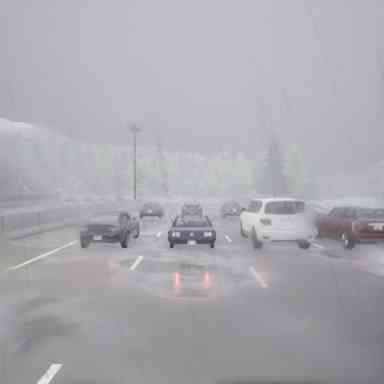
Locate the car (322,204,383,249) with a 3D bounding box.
[{"bbox_3d":[7.000,1.366,14.620,2.097,1.767,4.553,0,0,0],"label":"car"}]

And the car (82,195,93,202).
[{"bbox_3d":[-23.075,1.447,73.424,1.882,1.535,5.008,0,0,-10],"label":"car"}]

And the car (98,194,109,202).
[{"bbox_3d":[-19.648,1.319,74.139,2.097,1.767,4.553,0,0,-10],"label":"car"}]

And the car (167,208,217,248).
[{"bbox_3d":[0.000,1.616,14.680,1.895,1.301,4.718,0,0,0],"label":"car"}]

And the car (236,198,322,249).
[{"bbox_3d":[3.500,1.258,14.680,2.150,2.045,5.566,0,0,0],"label":"car"}]

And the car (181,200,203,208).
[{"bbox_3d":[0.000,1.495,29.650,2.128,1.511,4.902,0,0,0],"label":"car"}]

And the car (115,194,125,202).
[{"bbox_3d":[-16.216,1.314,74.825,2.097,1.767,4.553,0,0,-10],"label":"car"}]

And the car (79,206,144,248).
[{"bbox_3d":[-3.500,1.533,14.650,1.812,1.442,4.674,0,0,0],"label":"car"}]

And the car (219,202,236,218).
[{"bbox_3d":[3.500,1.563,29.650,2.033,1.411,5.357,0,0,0],"label":"car"}]

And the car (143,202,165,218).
[{"bbox_3d":[-3.500,1.572,29.650,1.994,1.385,4.181,0,0,0],"label":"car"}]

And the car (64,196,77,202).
[{"bbox_3d":[-26.507,1.515,72.738,2.033,1.411,5.357,0,0,-10],"label":"car"}]

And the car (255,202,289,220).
[{"bbox_3d":[7.000,1.616,29.680,1.895,1.301,4.718,0,0,0],"label":"car"}]
